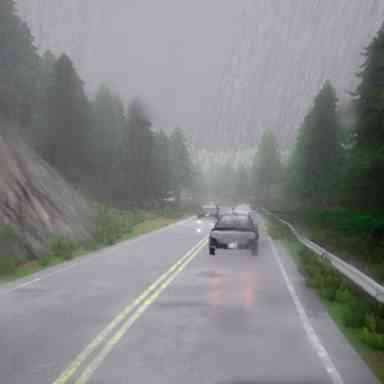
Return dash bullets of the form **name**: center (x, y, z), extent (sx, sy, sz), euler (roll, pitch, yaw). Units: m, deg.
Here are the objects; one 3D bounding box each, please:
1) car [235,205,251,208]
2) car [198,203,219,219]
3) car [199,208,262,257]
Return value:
- **car**: center (4.374, 1.826, 28.539), extent (1.812, 1.442, 4.674), euler (1, 0, 9)
- **car**: center (1.711, 1.846, 32.202), extent (1.812, 1.442, 4.674), euler (1, 0, 9)
- **car**: center (1.804, 1.638, 13.679), extent (2.128, 1.511, 4.902), euler (1, 0, 10)
